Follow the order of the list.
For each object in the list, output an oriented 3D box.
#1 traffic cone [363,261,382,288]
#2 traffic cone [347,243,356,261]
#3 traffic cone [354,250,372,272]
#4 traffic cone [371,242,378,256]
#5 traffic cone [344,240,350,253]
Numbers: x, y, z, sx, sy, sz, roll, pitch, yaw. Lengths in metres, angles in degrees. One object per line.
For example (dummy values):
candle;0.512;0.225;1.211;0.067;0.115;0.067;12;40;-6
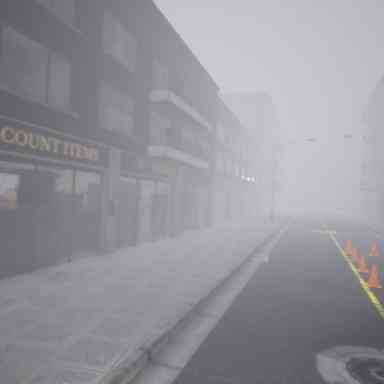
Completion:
traffic cone;4.969;2.270;9.081;0.340;0.580;0.340;2;-1;19
traffic cone;6.286;2.367;12.856;0.340;0.580;0.340;2;-1;19
traffic cone;5.627;2.319;10.968;0.340;0.580;0.340;2;-1;19
traffic cone;7.887;2.456;14.414;0.340;0.580;0.340;2;-1;19
traffic cone;6.944;2.416;14.744;0.340;0.580;0.340;2;-1;19
